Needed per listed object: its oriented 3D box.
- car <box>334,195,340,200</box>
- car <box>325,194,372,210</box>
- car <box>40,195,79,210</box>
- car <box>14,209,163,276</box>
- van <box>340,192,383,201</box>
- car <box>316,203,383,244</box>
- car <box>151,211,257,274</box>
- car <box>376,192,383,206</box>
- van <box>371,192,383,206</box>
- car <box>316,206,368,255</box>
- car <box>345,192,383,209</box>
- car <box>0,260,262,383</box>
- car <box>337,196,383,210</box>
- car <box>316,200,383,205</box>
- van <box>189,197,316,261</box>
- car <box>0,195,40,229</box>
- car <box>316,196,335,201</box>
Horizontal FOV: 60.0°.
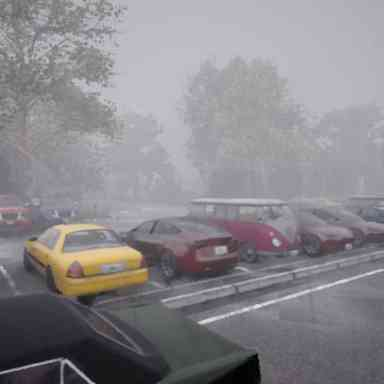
[{"bbox_3d":[14.345,1.314,36.598,1.946,1.575,5.366,0,0,-36],"label":"car"},{"bbox_3d":[18.732,1.166,40.003,2.185,1.767,4.553,0,0,-36],"label":"car"},{"bbox_3d":[-8.520,1.195,20.433,2.435,2.045,5.566,0,0,-36],"label":"car"},{"bbox_3d":[-3.016,1.453,8.552,1.946,1.575,5.366,0,0,-36],"label":"car"},{"bbox_3d":[10.838,1.153,18.092,1.878,1.987,4.442,0,0,-36],"label":"van"},{"bbox_3d":[6.229,1.434,14.901,2.163,1.488,4.792,0,0,-36],"label":"car"},{"bbox_3d":[-0.645,1.473,10.056,2.163,1.488,4.792,0,0,-36],"label":"car"},{"bbox_3d":[30.021,0.977,48.076,2.435,2.045,5.566,0,0,-36],"label":"car"},{"bbox_3d":[27.712,1.015,46.532,1.878,1.987,4.442,0,0,-36],"label":"van"},{"bbox_3d":[3.949,1.447,13.270,2.163,1.488,4.792,0,0,-36],"label":"car"},{"bbox_3d":[23.249,1.015,43.231,2.435,2.045,5.566,0,0,-36],"label":"car"},{"bbox_3d":[-1.800,1.602,2.278,4.718,1.301,1.895,0,0,-36],"label":"car"},{"bbox_3d":[21.026,1.309,41.570,2.163,1.488,4.792,0,0,-36],"label":"car"},{"bbox_3d":[8.495,1.391,16.552,2.097,1.535,5.008,0,0,-36],"label":"car"},{"bbox_3d":[1.719,1.204,11.567,1.878,1.987,4.442,0,0,-36],"label":"van"},{"bbox_3d":[-10.684,1.207,18.884,2.435,2.045,5.566,0,0,-36],"label":"car"},{"bbox_3d":[11.975,1.331,35.137,2.231,1.521,4.892,0,0,-36],"label":"car"}]
